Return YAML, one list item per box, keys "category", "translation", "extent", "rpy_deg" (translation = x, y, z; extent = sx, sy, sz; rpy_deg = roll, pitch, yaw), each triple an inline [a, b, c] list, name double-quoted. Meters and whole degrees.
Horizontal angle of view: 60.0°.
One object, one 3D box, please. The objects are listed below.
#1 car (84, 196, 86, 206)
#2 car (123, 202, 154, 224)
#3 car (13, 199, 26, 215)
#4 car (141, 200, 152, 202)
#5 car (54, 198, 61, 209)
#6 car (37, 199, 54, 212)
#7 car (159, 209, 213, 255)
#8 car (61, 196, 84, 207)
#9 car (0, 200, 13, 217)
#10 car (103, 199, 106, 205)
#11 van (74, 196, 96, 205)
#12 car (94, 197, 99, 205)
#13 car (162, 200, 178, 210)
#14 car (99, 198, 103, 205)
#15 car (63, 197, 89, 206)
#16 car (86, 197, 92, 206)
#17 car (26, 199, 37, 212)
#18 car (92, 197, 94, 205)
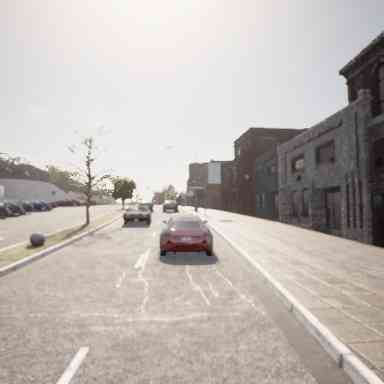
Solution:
- category: "car"
  translation: [-22.404, 1.759, 60.644]
  extent: [4.553, 1.767, 2.185]
  rpy_deg: [0, -1, -27]
- category: "car"
  translation: [-4.039, 1.699, 25.359]
  extent: [1.895, 1.301, 4.718]
  rpy_deg: [0, 0, -4]
- category: "car"
  translation: [-18.604, 1.565, 31.214]
  extent: [4.892, 1.521, 2.231]
  rpy_deg: [0, 0, -26]
- category: "car"
  translation: [-5.833, 1.708, 42.441]
  extent: [2.128, 1.511, 4.902]
  rpy_deg: [0, 0, -7]
- category: "car"
  translation: [-20.056, 1.634, 42.959]
  extent: [5.008, 1.535, 2.097]
  rpy_deg: [0, -1, -27]
- category: "car"
  translation: [-19.675, 1.613, 40.021]
  extent: [5.008, 1.535, 2.097]
  rpy_deg: [0, -1, -27]
- category: "car"
  translation: [-0.273, 1.612, 13.528]
  extent: [1.994, 1.385, 4.181]
  rpy_deg: [0, 0, -3]
- category: "car"
  translation: [-21.979, 1.828, 57.705]
  extent: [5.008, 1.535, 2.097]
  rpy_deg: [0, -1, -27]
- category: "car"
  translation: [-18.300, 1.553, 28.273]
  extent: [4.892, 1.521, 2.231]
  rpy_deg: [0, 0, -25]
- category: "car"
  translation: [-26.021, 2.652, 87.116]
  extent: [5.366, 1.575, 1.946]
  rpy_deg: [0, -2, -27]
- category: "van"
  translation: [-24.209, 2.032, 75.466]
  extent: [4.442, 1.987, 1.878]
  rpy_deg: [0, -2, -27]
- category: "car"
  translation: [-23.901, 1.920, 72.480]
  extent: [5.566, 2.045, 2.435]
  rpy_deg: [0, -2, -27]
- category: "car"
  translation: [-2.812, 1.728, 42.495]
  extent: [2.128, 1.511, 4.902]
  rpy_deg: [0, 0, -7]
- category: "car"
  translation: [-24.721, 2.097, 78.346]
  extent: [5.566, 2.045, 2.435]
  rpy_deg: [0, -2, -27]
- category: "car"
  translation: [-23.177, 1.891, 66.544]
  extent: [4.553, 1.767, 2.185]
  rpy_deg: [0, -2, -27]
- category: "car"
  translation: [-22.599, 1.944, 63.697]
  extent: [5.366, 1.575, 1.946]
  rpy_deg: [0, -2, -27]
- category: "car"
  translation: [-18.933, 1.580, 34.155]
  extent: [4.892, 1.521, 2.231]
  rpy_deg: [0, 0, -26]
- category: "car"
  translation: [-23.537, 2.129, 69.502]
  extent: [4.674, 1.452, 2.002]
  rpy_deg: [0, -2, -27]
